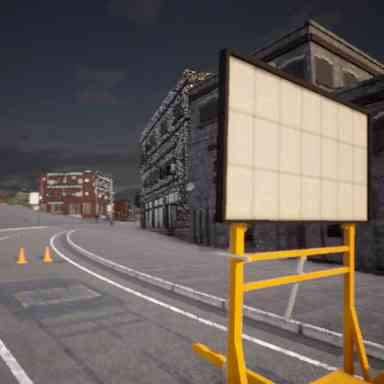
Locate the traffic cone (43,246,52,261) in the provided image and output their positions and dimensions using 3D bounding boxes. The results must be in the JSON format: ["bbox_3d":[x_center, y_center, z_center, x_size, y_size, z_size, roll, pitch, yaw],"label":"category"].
[{"bbox_3d":[-6.189,2.631,14.230,0.340,0.580,0.340,3,-4,-39],"label":"traffic cone"}]

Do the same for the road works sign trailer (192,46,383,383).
[{"bbox_3d":[0.963,0.700,3.324,2.380,3.560,2.880,4,-4,-38],"label":"road works sign trailer"}]

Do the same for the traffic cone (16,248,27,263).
[{"bbox_3d":[-6.957,2.587,13.596,0.340,0.580,0.340,3,-4,-40],"label":"traffic cone"}]
